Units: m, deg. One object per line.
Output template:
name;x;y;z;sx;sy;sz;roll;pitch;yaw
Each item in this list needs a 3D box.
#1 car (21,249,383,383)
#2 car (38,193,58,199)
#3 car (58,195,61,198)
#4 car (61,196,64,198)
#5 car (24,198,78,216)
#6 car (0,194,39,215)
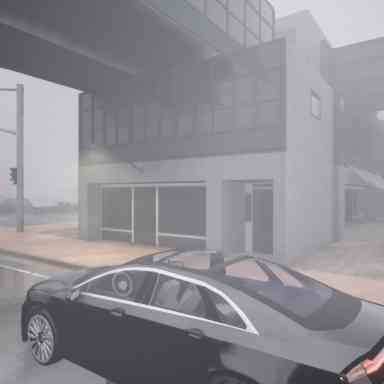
car;-0.235;1.492;4.160;4.902;1.511;2.128;0;0;35
car;-30.613;1.153;69.413;4.605;1.855;1.932;0;0;35
car;-28.886;1.364;71.739;3.905;1.438;1.784;0;0;35
car;-12.587;1.478;39.671;1.882;1.535;5.008;0;0;37
car;-13.426;1.601;32.665;1.895;1.301;4.718;0;0;36
car;-17.924;1.352;32.439;2.097;1.767;4.553;0;0;36
